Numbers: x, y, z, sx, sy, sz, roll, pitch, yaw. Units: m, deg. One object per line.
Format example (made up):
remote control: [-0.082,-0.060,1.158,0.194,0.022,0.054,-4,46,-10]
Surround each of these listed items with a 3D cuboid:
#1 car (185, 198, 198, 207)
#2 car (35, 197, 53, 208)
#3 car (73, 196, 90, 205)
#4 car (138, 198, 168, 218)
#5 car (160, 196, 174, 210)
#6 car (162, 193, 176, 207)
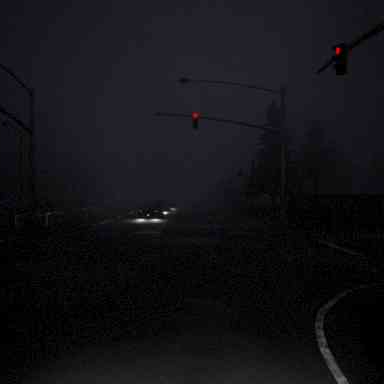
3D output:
car: [-0.118,1.601,51.173,1.895,1.301,4.718,0,0,0]
car: [-20.614,1.384,45.557,1.970,1.475,3.806,0,0,0]
car: [-17.578,1.374,52.955,1.845,1.501,3.633,0,0,0]
car: [-3.671,1.547,30.521,2.033,1.411,5.357,0,0,0]
car: [-3.688,1.547,40.626,2.033,1.411,5.357,0,0,0]
car: [-3.659,1.221,50.979,2.150,2.045,5.566,0,0,-2]
